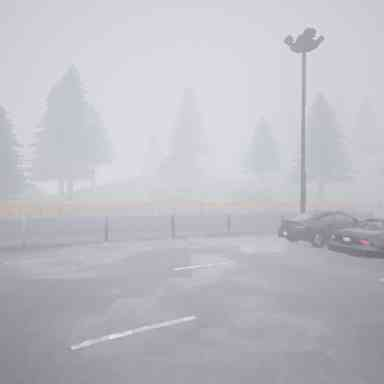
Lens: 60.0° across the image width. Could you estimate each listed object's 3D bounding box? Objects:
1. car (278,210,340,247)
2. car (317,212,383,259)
[{"bbox_3d":[5.987,1.504,14.451,4.674,1.442,1.812,0,0,-20],"label":"car"},{"bbox_3d":[7.161,1.507,11.154,5.357,1.411,2.033,0,0,-20],"label":"car"}]
